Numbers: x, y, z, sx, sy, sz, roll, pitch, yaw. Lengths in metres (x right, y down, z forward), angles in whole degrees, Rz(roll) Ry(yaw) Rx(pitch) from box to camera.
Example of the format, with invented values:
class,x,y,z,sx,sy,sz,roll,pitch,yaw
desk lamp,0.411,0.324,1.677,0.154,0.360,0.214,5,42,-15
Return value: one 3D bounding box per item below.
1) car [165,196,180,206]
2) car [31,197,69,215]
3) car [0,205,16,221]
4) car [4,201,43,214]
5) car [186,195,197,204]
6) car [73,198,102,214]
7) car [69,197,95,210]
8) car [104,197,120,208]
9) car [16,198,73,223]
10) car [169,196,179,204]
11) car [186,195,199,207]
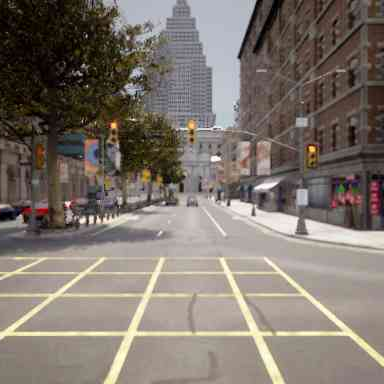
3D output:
class,x,y,z,sx,sy,sz,roll,pitch,yaw
car,-3.515,1.642,56.421,2.033,1.411,5.357,0,0,0
car,-15.009,1.411,35.397,2.097,1.767,4.553,0,0,0
car,-15.079,1.643,25.289,1.895,1.301,4.718,0,0,0
car,-18.259,1.656,36.402,1.895,1.301,4.718,0,0,0
car,-0.017,1.462,65.991,2.097,1.767,4.553,0,0,0
car,-11.510,1.565,36.313,1.837,1.490,4.892,0,0,0
car,-15.012,1.553,45.496,1.882,1.535,5.008,0,0,0
car,-11.512,1.429,46.302,2.097,1.767,4.553,0,0,0
car,-11.576,1.522,26.515,1.882,1.535,5.008,0,0,0
car,-3.517,1.614,65.906,1.837,1.490,4.892,0,0,0
car,0.085,1.638,54.485,2.033,1.411,5.357,0,0,0
